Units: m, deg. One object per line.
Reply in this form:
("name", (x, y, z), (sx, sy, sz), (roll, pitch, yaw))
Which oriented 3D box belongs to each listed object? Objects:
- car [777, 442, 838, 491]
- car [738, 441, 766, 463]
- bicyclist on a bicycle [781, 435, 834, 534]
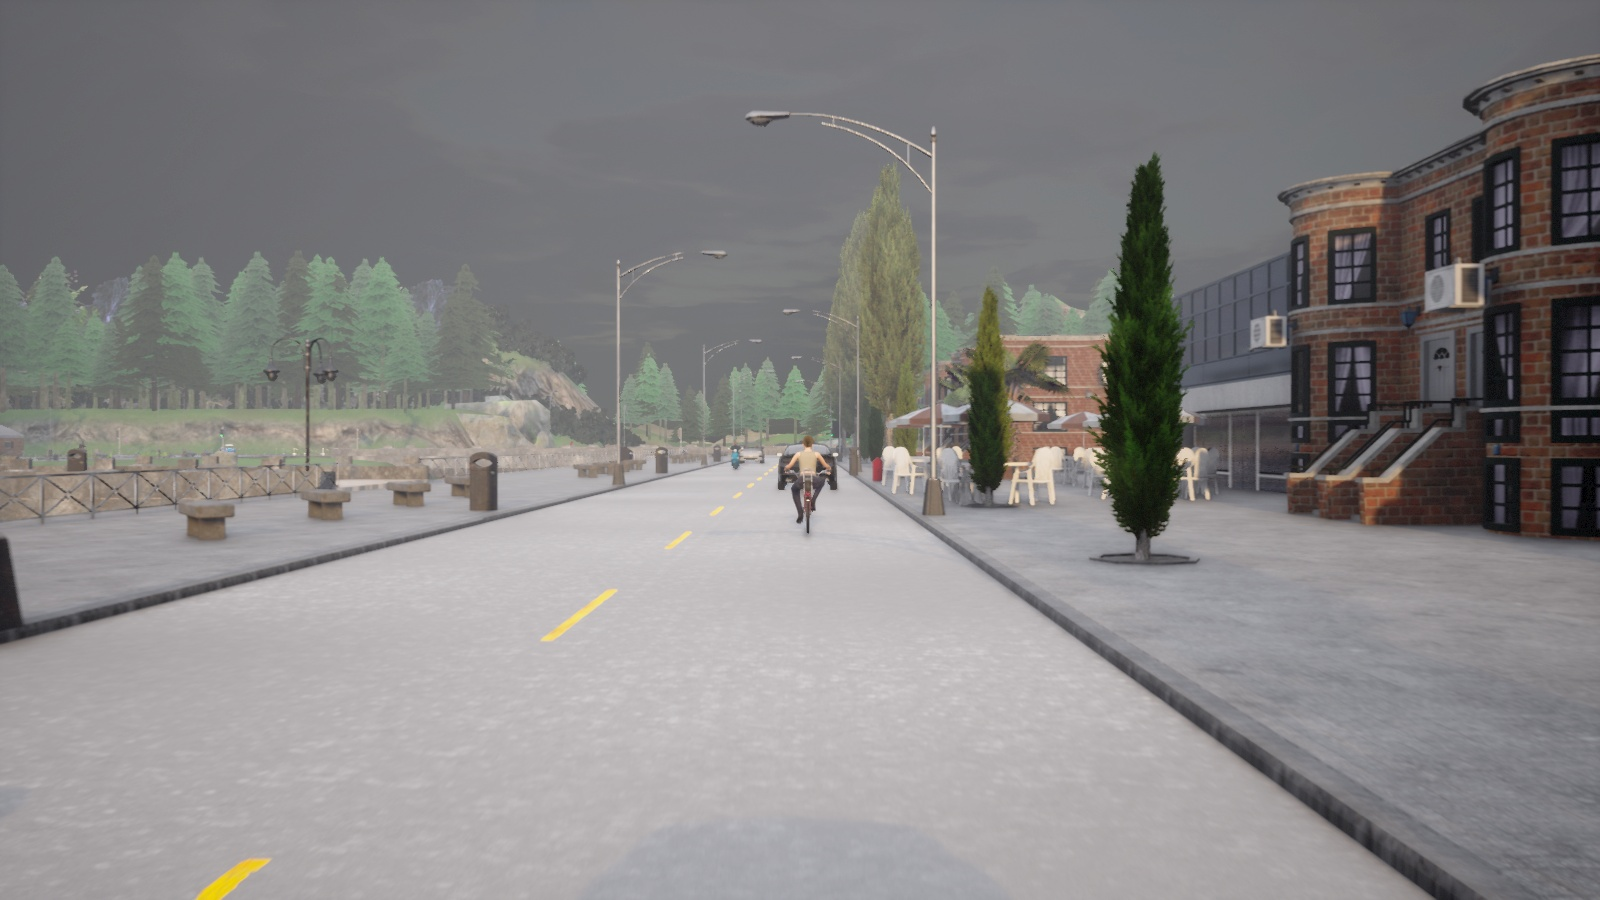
("car", (0.246, 0.489, 41.708), (1.882, 1.535, 5.008), (0, 0, 0))
("car", (-3.481, 0.130, 90.901), (1.851, 1.617, 3.988), (0, 0, 0))
("bicyclist on a bicycle", (0.133, 0.564, 21.212), (0.866, 1.612, 1.509), (0, 0, 0))
